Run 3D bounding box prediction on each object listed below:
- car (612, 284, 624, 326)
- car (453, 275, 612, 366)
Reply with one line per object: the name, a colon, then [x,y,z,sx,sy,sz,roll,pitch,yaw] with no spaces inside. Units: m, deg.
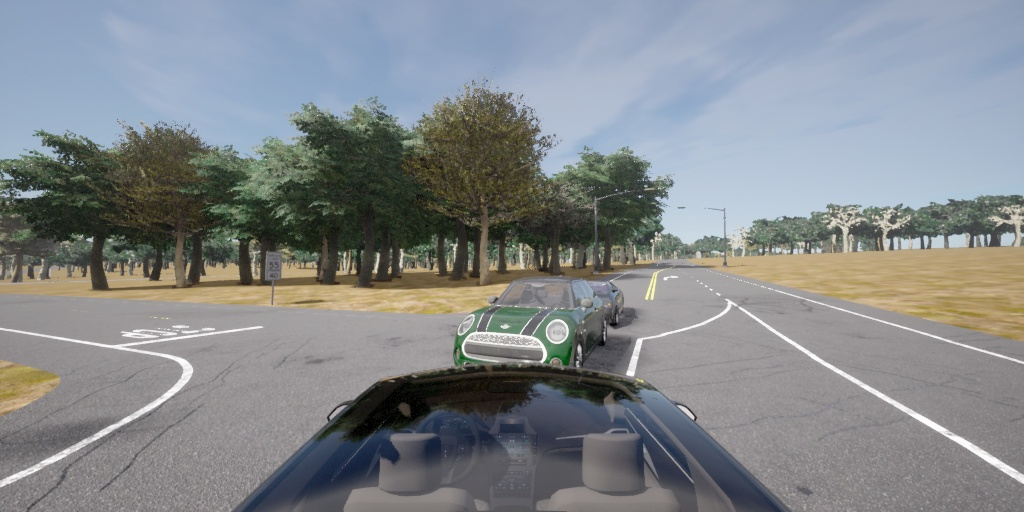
car: [2.884,1.555,12.933,1.994,1.385,4.181,-2,0,22]
car: [0.668,1.223,7.497,2.097,1.767,4.553,-1,-2,22]
